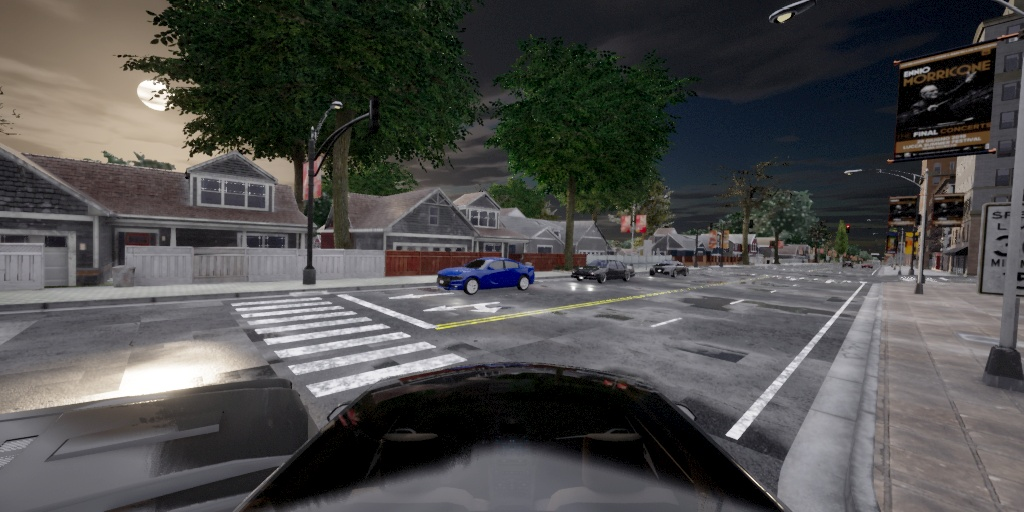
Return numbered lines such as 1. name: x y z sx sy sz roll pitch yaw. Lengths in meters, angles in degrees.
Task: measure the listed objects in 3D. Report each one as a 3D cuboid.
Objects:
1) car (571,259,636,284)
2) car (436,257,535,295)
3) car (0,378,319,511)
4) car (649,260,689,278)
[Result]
1. car: 6.098 0.938 23.396 5.357 1.411 2.033 0 2 -44
2. car: -1.084 0.807 16.492 5.008 1.535 1.882 0 2 -44
3. car: -3.313 1.286 1.311 4.718 1.301 1.895 1 2 -34
4. car: 13.311 1.018 30.301 4.181 1.385 1.994 0 2 -44
